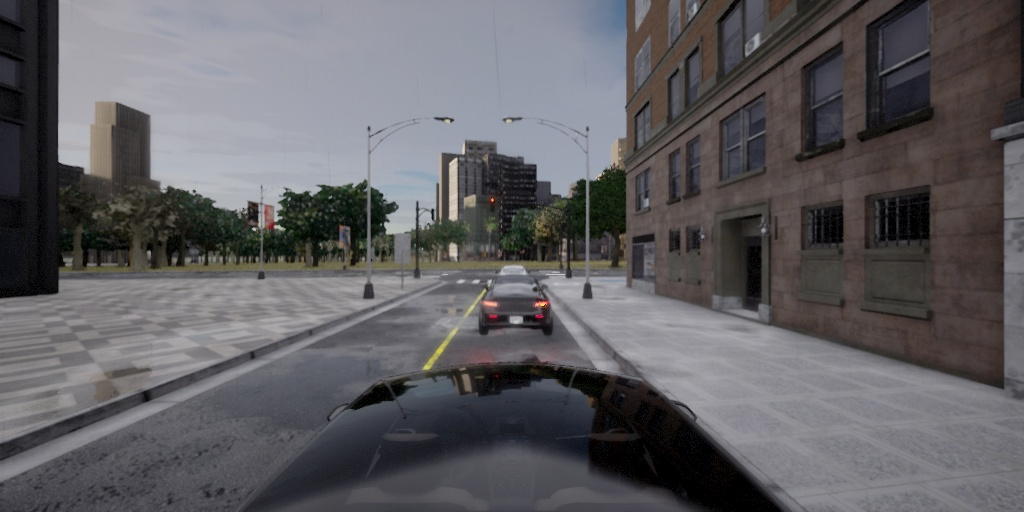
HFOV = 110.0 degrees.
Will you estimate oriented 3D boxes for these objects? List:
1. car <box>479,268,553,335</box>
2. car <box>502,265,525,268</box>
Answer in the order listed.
[{"bbox_3d":[0.086,1.248,10.285,1.812,1.442,4.674,0,0,0],"label":"car"},{"bbox_3d":[0.072,1.220,19.345,1.812,1.442,4.674,0,0,0],"label":"car"}]
